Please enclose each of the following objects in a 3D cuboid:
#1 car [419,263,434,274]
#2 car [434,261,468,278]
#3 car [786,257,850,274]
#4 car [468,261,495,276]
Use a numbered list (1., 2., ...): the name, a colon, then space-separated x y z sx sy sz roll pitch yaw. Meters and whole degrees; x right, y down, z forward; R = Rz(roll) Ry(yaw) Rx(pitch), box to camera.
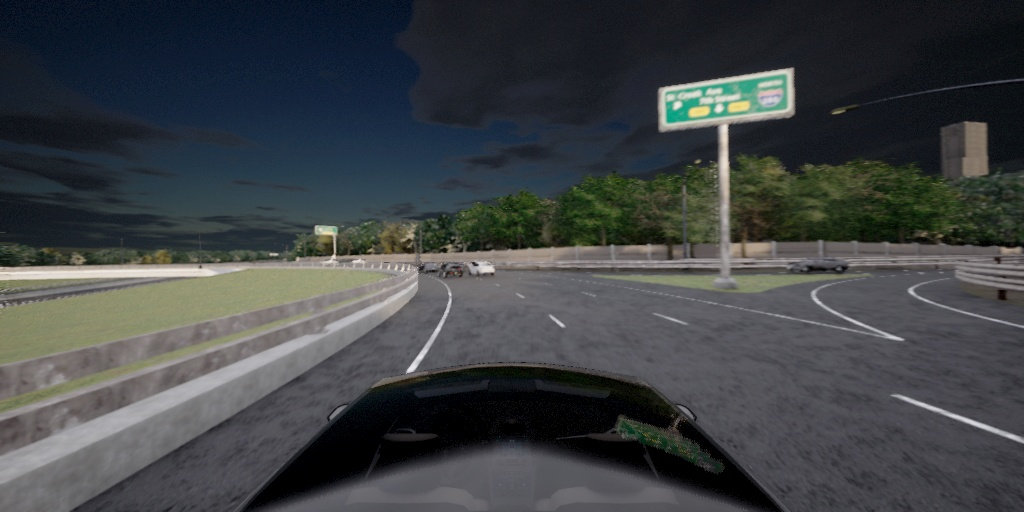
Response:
1. car: -10.884 1.566 47.195 1.994 1.385 4.181 -1 0 -28
2. car: -6.349 1.416 36.867 1.837 1.490 4.892 -1 0 -23
3. car: 28.425 0.845 33.453 4.902 1.511 2.128 -1 0 5
4. car: -3.244 1.390 38.516 1.812 1.442 4.674 -1 0 -23
